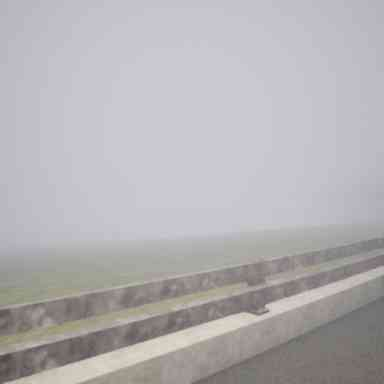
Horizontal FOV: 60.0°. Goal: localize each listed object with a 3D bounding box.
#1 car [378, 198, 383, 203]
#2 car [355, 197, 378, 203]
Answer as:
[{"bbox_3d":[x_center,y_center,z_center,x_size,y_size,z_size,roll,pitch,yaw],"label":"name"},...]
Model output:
[{"bbox_3d":[46.343,2.103,82.688,1.994,1.385,4.181,0,-1,-2],"label":"car"},{"bbox_3d":[42.870,2.064,81.696,1.837,1.490,4.892,0,-1,1],"label":"car"}]
